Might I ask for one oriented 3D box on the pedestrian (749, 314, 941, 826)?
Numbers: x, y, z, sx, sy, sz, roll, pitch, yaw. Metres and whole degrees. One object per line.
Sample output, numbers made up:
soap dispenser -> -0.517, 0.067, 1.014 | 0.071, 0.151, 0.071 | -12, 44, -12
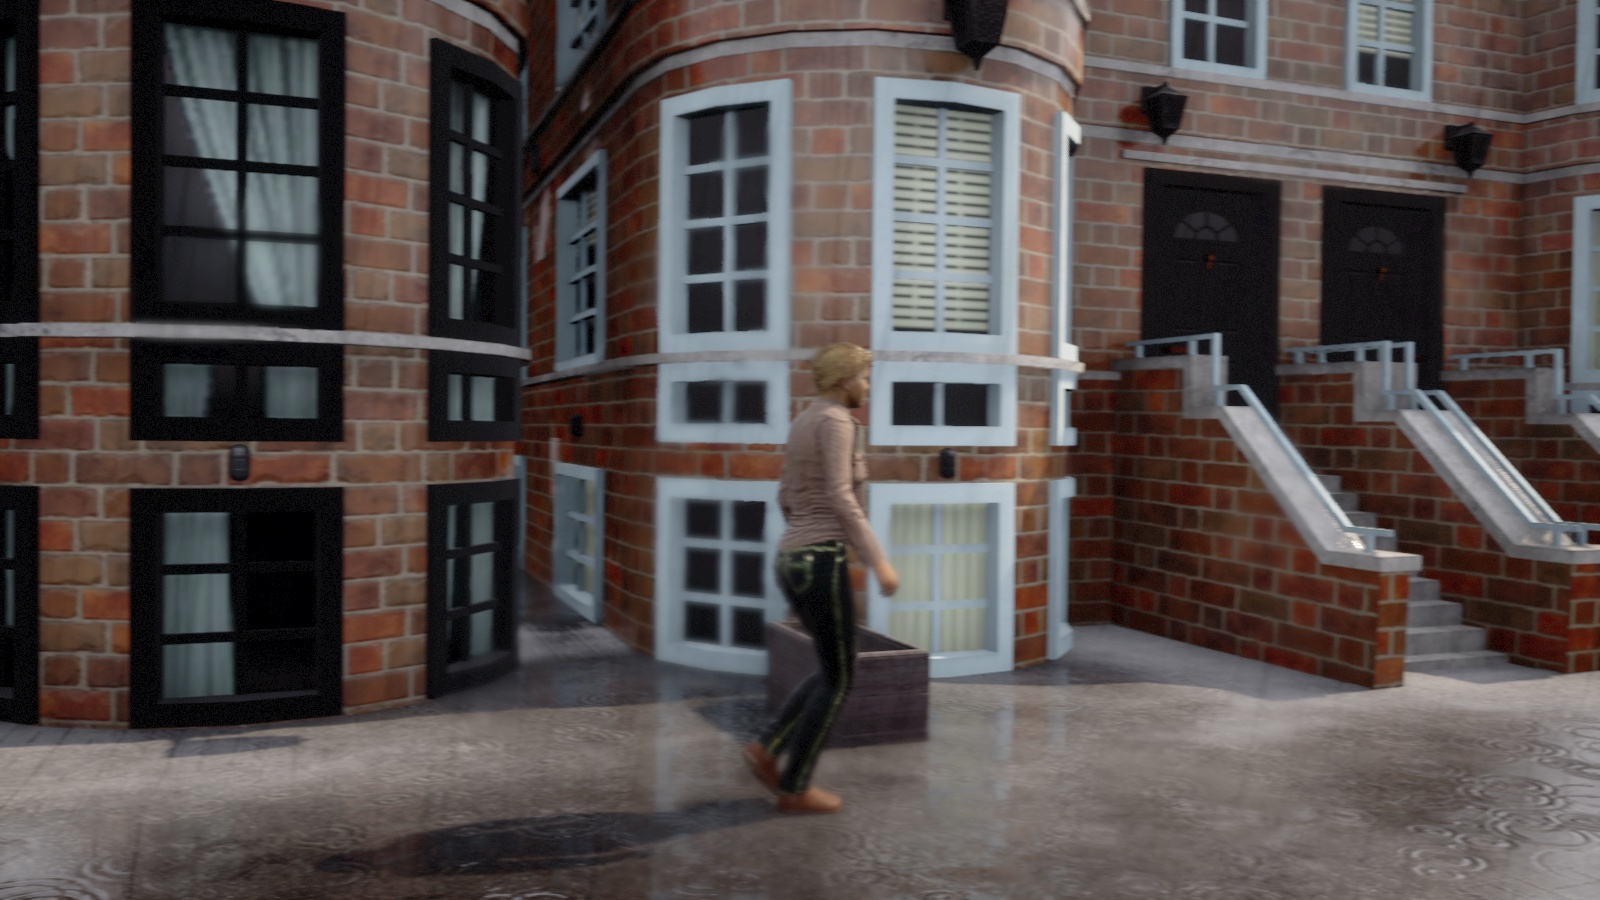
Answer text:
pedestrian -> 0.172, 0.427, 4.796 | 0.634, 1.846, 0.331 | -1, 1, -23
